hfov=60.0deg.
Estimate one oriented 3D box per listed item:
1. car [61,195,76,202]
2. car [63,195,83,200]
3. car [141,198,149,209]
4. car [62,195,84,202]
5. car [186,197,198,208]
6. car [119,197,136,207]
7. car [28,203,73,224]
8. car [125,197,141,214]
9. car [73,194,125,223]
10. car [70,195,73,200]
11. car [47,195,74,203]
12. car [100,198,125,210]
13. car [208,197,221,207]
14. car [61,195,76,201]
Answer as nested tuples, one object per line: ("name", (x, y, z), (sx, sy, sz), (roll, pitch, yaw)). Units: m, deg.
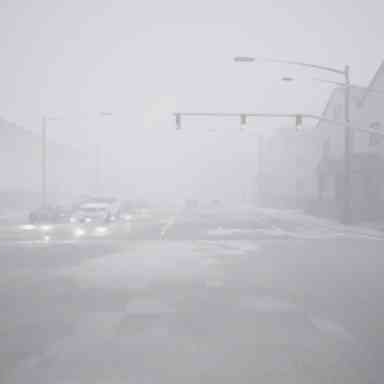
("car", (-28.159, 1.507, 75.797), (2.038, 1.542, 4.974), (0, 0, -36))
("car", (-28.972, 1.353, 81.118), (1.853, 1.218, 4.536), (0, 0, 29))
("car", (-7.076, 1.511, 46.048), (1.882, 1.535, 5.008), (0, 0, 0))
("car", (-28.947, 1.510, 81.164), (2.038, 1.542, 4.974), (0, 0, 29))
("car", (0.014, 1.528, 50.088), (2.128, 1.511, 4.902), (0, 0, 0))
("car", (-10.529, 1.565, 54.663), (1.812, 1.442, 4.674), (0, 0, 1))
("car", (-10.593, 1.582, 25.077), (1.994, 1.385, 4.181), (0, 0, 0))
("car", (-7.089, 1.530, 35.660), (1.837, 1.490, 4.892), (0, 0, 0))
("car", (-7.093, 1.240, 26.108), (2.150, 2.045, 5.566), (0, 0, 0))
("car", (-10.590, 1.246, 34.336), (2.150, 2.045, 5.566), (0, 0, 0))
("car", (-28.149, 1.503, 71.189), (2.038, 1.542, 4.974), (0, 0, 44))
("car", (-10.584, 1.579, 44.581), (2.033, 1.411, 5.357), (0, 0, 0))
("car", (3.614, 1.564, 52.772), (1.812, 1.442, 4.674), (0, 0, 0))
("car", (-28.190, 1.349, 75.839), (1.853, 1.218, 4.536), (0, 0, -36))
